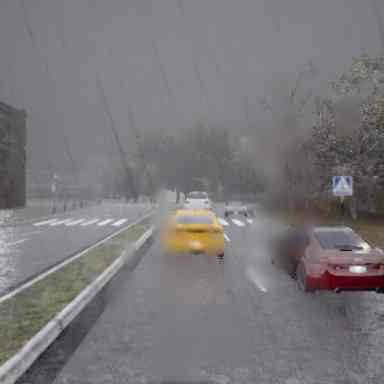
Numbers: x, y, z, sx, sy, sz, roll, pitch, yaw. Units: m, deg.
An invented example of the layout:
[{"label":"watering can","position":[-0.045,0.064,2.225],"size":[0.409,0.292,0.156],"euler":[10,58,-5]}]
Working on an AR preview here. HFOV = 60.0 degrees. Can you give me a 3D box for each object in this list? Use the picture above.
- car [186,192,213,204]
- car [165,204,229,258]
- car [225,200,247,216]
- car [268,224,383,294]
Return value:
[{"label":"car","position":[0.700,1.033,30.599],"size":[2.150,2.045,5.566],"euler":[0,0,6]},{"label":"car","position":[0.100,1.400,12.375],"size":[1.882,1.535,5.008],"euler":[0,0,0]},{"label":"car","position":[3.864,1.409,29.670],"size":[1.895,1.301,4.718],"euler":[0,0,6]},{"label":"car","position":[3.344,1.510,8.701],"size":[1.994,1.385,4.181],"euler":[0,0,0]}]
